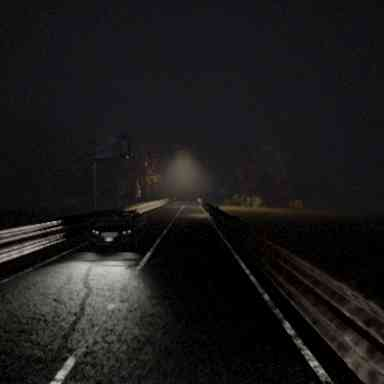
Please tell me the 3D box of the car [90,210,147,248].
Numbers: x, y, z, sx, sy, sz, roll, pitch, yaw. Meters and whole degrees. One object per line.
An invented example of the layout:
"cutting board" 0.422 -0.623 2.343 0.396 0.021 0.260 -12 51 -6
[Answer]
"car" -3.256 1.613 15.506 2.128 1.511 4.902 0 0 0
